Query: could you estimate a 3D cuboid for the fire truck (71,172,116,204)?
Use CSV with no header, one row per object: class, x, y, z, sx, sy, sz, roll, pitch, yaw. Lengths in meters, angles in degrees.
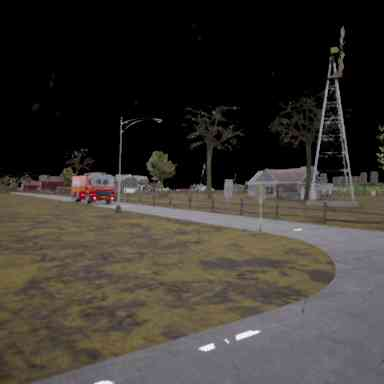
fire truck,-12.691,-0.527,42.198,2.891,3.827,8.468,2,0,-35
